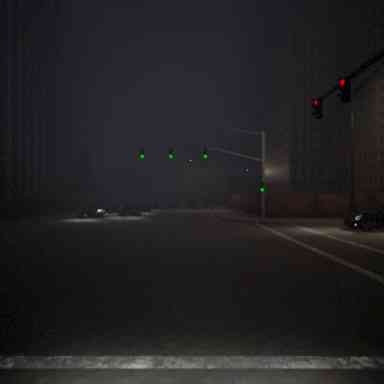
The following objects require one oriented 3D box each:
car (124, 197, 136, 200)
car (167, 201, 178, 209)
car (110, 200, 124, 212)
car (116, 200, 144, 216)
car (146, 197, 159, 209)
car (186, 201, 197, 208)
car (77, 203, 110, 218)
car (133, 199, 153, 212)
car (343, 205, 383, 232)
[{"bbox_3d":[-10.584,1.935,56.289,2.150,2.045,5.566,0,-1,0],"label":"car"},{"bbox_3d":[-3.431,2.286,58.272,2.033,1.411,5.357,0,-1,0],"label":"car"},{"bbox_3d":[-10.618,2.126,45.595,2.033,1.411,5.357,0,-1,0],"label":"car"},{"bbox_3d":[-7.097,2.015,38.509,1.812,1.442,4.674,0,-1,0],"label":"car"},{"bbox_3d":[-7.071,1.959,58.132,2.150,2.045,5.566,0,-1,1],"label":"car"},{"bbox_3d":[-0.030,2.361,62.896,1.994,1.385,4.181,0,-1,0],"label":"car"},{"bbox_3d":[-10.652,1.999,35.521,2.033,1.411,5.357,0,-1,-3],"label":"car"},{"bbox_3d":[-7.113,2.130,47.603,1.812,1.442,4.674,0,-1,0],"label":"car"},{"bbox_3d":[12.403,1.630,21.824,4.553,1.767,2.097,0,-1,0],"label":"car"}]
